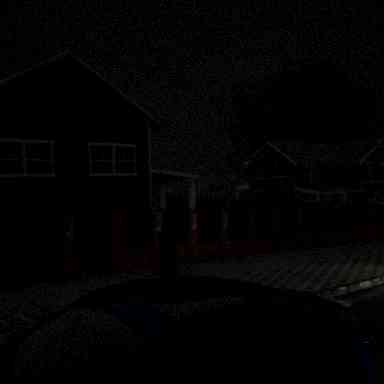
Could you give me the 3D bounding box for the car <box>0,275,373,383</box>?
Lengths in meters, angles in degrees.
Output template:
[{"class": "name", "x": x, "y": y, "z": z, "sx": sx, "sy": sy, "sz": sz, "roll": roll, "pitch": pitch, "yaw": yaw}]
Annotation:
[{"class": "car", "x": -0.359, "y": 1.531, "z": 2.685, "sx": 4.674, "sy": 1.442, "sz": 1.812, "roll": 1, "pitch": 0, "yaw": -34}]
